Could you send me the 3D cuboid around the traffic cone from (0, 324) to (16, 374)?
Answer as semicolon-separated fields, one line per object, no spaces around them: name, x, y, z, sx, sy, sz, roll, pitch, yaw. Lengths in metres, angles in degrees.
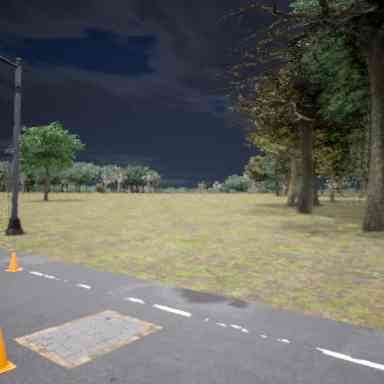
traffic cone;-2.565;2.048;4.401;0.340;0.580;0.340;0;-2;37

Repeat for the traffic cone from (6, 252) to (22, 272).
traffic cone;-5.551;2.164;10.406;0.340;0.580;0.340;0;-2;37
